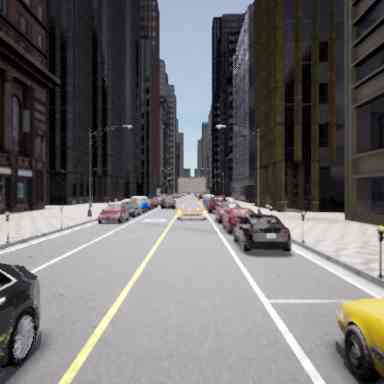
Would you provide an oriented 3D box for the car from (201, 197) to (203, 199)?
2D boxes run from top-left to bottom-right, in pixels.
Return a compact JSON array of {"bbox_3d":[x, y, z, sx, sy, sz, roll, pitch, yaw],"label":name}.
[{"bbox_3d":[2.765,1.564,47.385,2.008,1.369,4.403,0,0,0],"label":"car"}]

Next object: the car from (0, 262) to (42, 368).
[{"bbox_3d":[-3.100,1.505,2.968,1.837,1.490,4.892,0,0,0],"label":"car"}]

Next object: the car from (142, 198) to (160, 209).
[{"bbox_3d":[-5.760,1.579,47.368,1.947,1.339,4.313,0,0,0],"label":"car"}]

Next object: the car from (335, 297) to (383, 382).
[{"bbox_3d":[2.763,1.526,2.604,1.752,1.417,4.829,0,0,0],"label":"car"}]

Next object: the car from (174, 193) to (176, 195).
[{"bbox_3d":[-5.759,1.617,86.697,1.802,1.307,4.206,0,0,0],"label":"car"}]

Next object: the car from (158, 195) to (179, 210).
[{"bbox_3d":[-3.086,1.489,43.978,1.882,1.535,5.008,0,0,0],"label":"car"}]

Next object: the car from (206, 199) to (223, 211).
[{"bbox_3d":[2.765,1.577,41.766,1.947,1.339,4.313,0,0,0],"label":"car"}]

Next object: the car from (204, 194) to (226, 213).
[{"bbox_3d":[2.764,1.324,36.147,2.192,1.841,5.009,0,0,0],"label":"car"}]

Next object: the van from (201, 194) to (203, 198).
[{"bbox_3d":[2.765,1.356,53.004,1.690,1.788,3.998,0,0,0],"label":"van"}]

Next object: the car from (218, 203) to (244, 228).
[{"bbox_3d":[2.764,1.549,19.291,1.887,1.381,4.507,0,0,0],"label":"car"}]

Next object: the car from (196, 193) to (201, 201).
[{"bbox_3d":[2.766,1.350,86.716,2.192,1.841,5.009,0,0,0],"label":"car"}]

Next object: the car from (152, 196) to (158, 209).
[{"bbox_3d":[-5.761,1.555,41.750,1.887,1.381,4.507,0,0,0],"label":"car"}]

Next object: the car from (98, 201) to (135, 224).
[{"bbox_3d":[-5.761,1.588,24.895,1.802,1.307,4.206,0,0,0],"label":"car"}]

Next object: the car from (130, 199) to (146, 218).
[{"bbox_3d":[-5.761,1.573,30.513,1.947,1.339,4.313,0,0,0],"label":"car"}]

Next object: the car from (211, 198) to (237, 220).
[{"bbox_3d":[2.764,1.446,24.909,1.967,1.590,4.097,0,0,0],"label":"car"}]

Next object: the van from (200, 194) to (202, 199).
[{"bbox_3d":[2.765,1.359,58.622,1.690,1.788,3.998,0,0,0],"label":"van"}]

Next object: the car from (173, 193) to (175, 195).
[{"bbox_3d":[-5.759,1.613,81.078,1.802,1.307,4.206,0,0,0],"label":"car"}]

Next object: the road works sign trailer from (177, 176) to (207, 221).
[{"bbox_3d":[0.002,0.471,26.970,2.380,3.560,2.880,0,0,0],"label":"road works sign trailer"}]

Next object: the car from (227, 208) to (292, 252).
[{"bbox_3d":[2.763,1.569,13.672,1.947,1.339,4.313,0,0,0],"label":"car"}]

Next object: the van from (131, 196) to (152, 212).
[{"bbox_3d":[-5.761,1.350,36.131,1.690,1.788,3.998,0,0,0],"label":"van"}]
